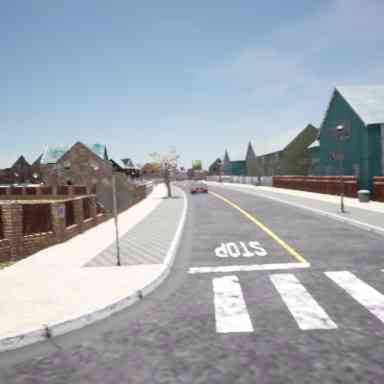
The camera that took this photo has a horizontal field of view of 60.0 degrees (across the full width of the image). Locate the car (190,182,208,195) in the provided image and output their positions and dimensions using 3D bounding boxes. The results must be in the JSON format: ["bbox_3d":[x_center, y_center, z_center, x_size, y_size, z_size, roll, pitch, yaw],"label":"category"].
[{"bbox_3d":[0.745,-0.497,38.958,1.994,1.385,4.181,-3,3,-3],"label":"car"}]
